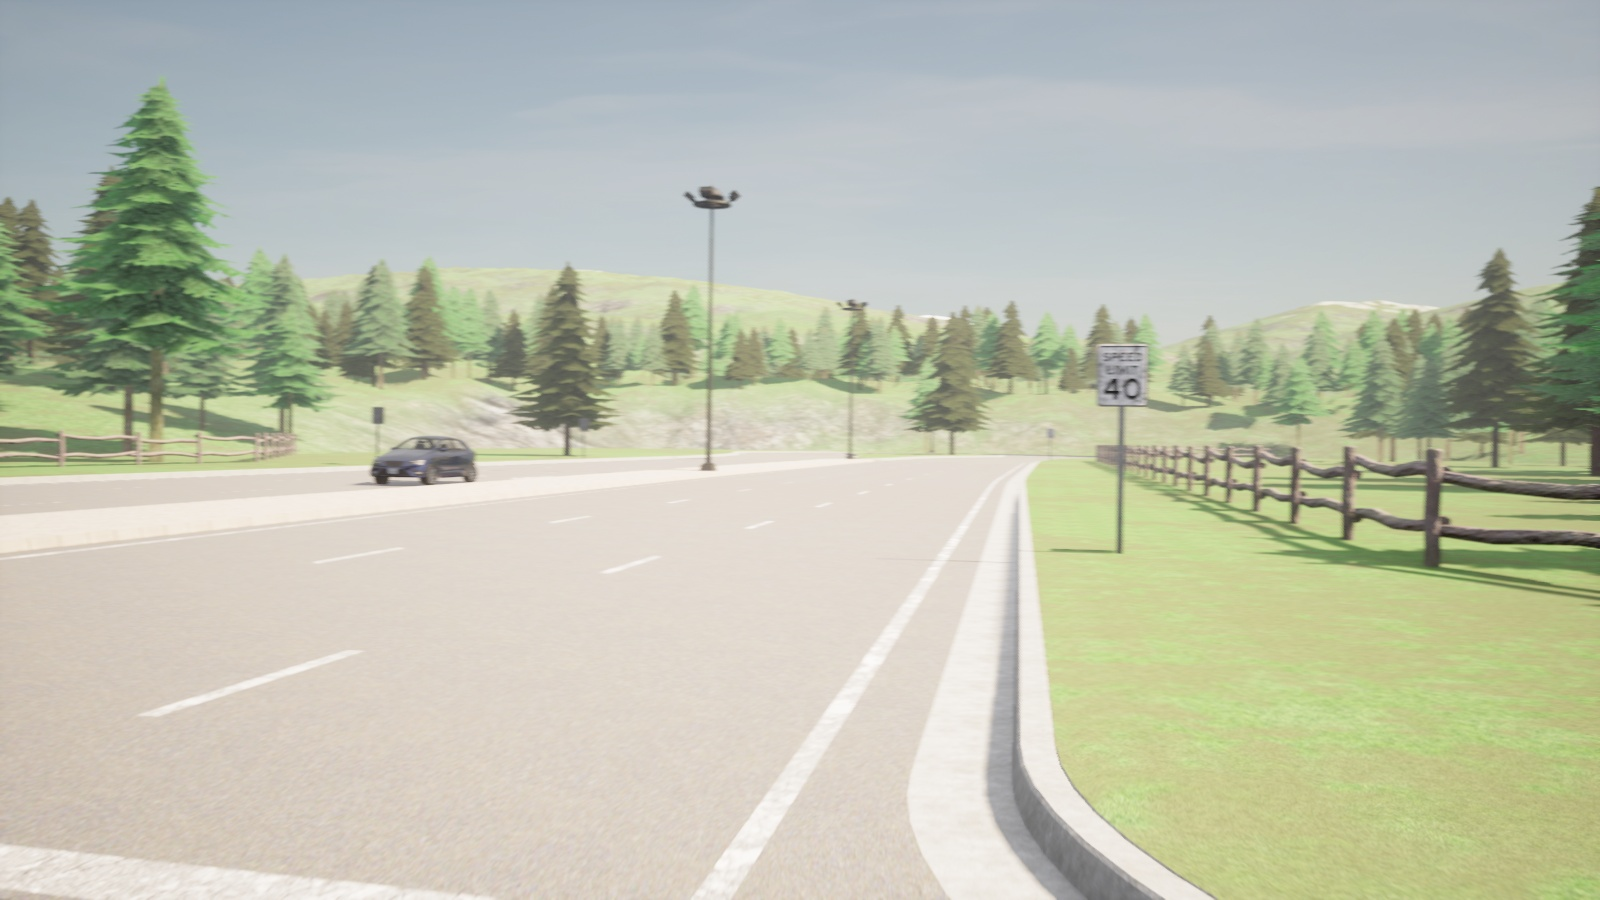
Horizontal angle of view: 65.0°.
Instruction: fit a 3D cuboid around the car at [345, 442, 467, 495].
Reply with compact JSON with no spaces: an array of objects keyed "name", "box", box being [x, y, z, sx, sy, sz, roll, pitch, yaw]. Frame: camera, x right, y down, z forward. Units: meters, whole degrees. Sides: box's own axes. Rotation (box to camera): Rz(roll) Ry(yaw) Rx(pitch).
[{"name":"car","box":[-11.769,0.515,37.787,1.816,1.474,4.193,0,0,9]}]
